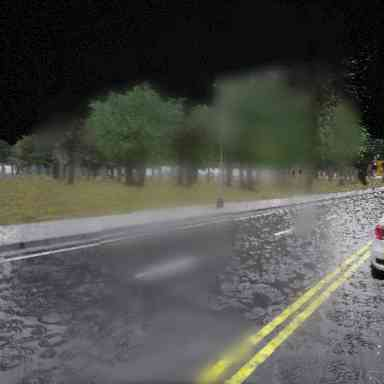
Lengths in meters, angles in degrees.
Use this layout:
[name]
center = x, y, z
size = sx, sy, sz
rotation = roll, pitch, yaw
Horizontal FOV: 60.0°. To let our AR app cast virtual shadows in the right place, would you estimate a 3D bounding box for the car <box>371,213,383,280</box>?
[car]
center = 5.946, 0.970, 8.132
size = 2.150, 2.045, 5.566
rotation = 4, 4, 37
